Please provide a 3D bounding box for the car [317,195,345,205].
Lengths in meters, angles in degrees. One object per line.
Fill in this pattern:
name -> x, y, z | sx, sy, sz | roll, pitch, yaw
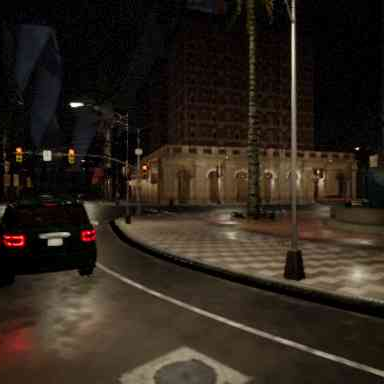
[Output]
car -> 23.678, 1.328, 56.639 | 4.553, 1.767, 2.097 | 0, 0, -17

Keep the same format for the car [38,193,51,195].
car -> -34.389, 1.275, 78.569 | 2.150, 2.045, 5.566 | 0, 0, -17

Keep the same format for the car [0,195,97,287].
car -> -4.433, 1.226, 9.719 | 2.150, 2.045, 5.566 | 0, 0, -31

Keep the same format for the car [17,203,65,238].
car -> -8.446, 1.490, 19.012 | 1.882, 1.535, 5.008 | 0, 0, -17
